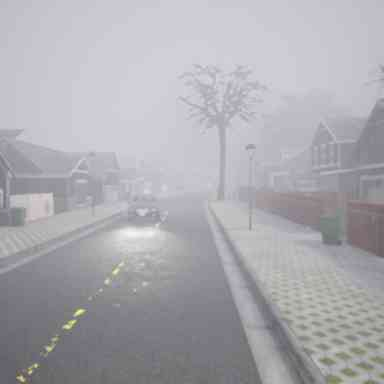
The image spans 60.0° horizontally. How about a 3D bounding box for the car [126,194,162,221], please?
[{"bbox_3d":[-2.972,0.902,20.818,2.128,1.511,4.902,0,2,-5],"label":"car"}]
